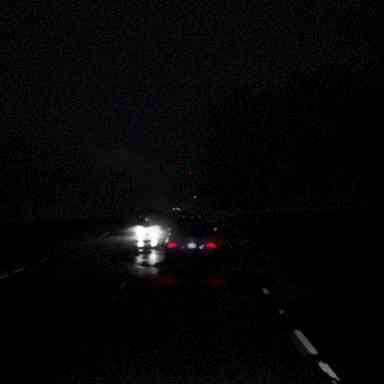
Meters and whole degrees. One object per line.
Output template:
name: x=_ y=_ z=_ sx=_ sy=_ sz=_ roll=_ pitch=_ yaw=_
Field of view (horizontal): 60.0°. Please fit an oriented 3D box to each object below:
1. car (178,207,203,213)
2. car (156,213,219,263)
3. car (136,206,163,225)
car: x=0.003 y=2.060 z=28.337 sx=1.895 sy=1.301 sz=4.718 roll=0 pitch=-1 yaw=0
car: x=0.004 y=1.720 z=12.611 sx=2.033 sy=1.411 sz=5.357 roll=0 pitch=-1 yaw=0
car: x=-3.539 y=1.957 z=28.629 sx=2.128 sy=1.511 sz=4.902 roll=0 pitch=-1 yaw=0
